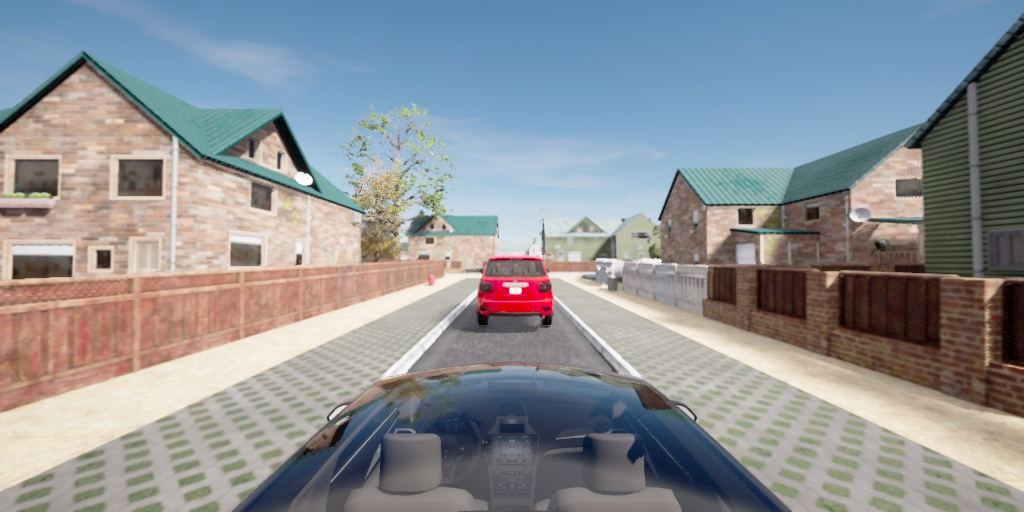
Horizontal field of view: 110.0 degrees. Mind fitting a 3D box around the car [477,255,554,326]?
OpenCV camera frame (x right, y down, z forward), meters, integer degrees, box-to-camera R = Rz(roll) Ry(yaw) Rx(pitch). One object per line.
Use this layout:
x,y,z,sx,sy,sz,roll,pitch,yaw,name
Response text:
0.093,0.991,11.925,2.150,2.045,5.566,0,0,0,car
